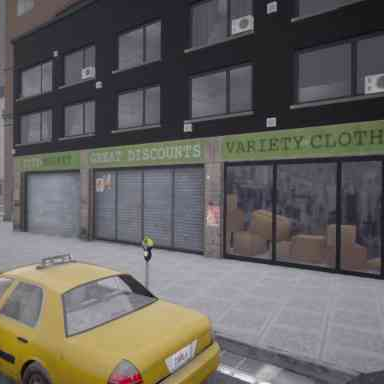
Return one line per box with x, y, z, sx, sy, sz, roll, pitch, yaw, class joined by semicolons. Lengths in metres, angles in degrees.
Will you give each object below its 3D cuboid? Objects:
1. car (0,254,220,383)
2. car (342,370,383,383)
-1.980;1.524;4.494;4.829;1.417;1.752;0;1;35;car
2.712;1.551;1.160;4.403;1.369;2.008;0;1;35;car
